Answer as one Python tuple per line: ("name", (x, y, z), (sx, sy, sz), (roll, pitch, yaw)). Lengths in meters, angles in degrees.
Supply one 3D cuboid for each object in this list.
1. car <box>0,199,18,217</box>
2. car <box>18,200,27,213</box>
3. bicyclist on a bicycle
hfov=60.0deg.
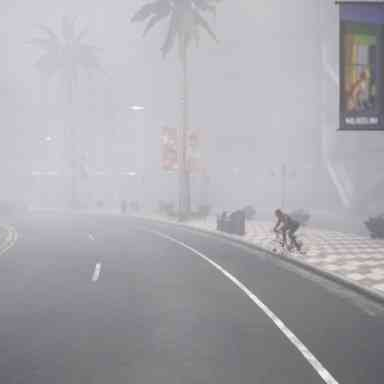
("car", (-17.962, 1.464, 29.926), (5.008, 1.535, 1.882), (0, 0, 39))
("car", (-19.480, 1.476, 35.222), (4.902, 1.511, 2.128), (0, 0, 33))
("bicyclist on a bicycle", (3.063, 1.348, 10.839), (1.656, 1.620, 0.582), (-9, 2, -13))
